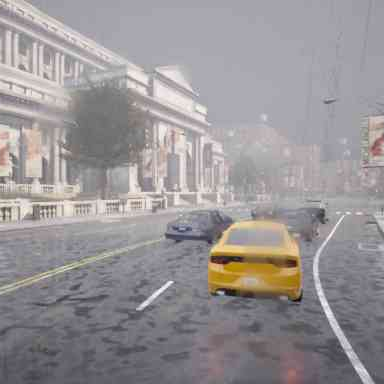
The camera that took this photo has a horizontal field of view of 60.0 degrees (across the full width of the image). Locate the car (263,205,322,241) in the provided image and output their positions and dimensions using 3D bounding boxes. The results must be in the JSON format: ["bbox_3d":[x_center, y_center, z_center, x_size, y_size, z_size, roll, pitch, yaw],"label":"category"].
[{"bbox_3d":[5.179,1.564,16.767,1.994,1.385,4.181,0,0,26],"label":"car"}]

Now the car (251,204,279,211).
[{"bbox_3d":[6.347,1.601,27.032,1.895,1.301,4.718,0,0,27],"label":"car"}]

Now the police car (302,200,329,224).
[{"bbox_3d":[9.193,1.425,25.118,1.930,1.638,5.238,0,0,27],"label":"police car"}]

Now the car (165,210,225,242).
[{"bbox_3d":[0.700,1.547,15.734,2.033,1.411,5.357,0,0,26],"label":"car"}]

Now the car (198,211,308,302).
[{"bbox_3d":[1.709,1.478,8.472,1.882,1.535,5.008,0,0,15],"label":"car"}]
